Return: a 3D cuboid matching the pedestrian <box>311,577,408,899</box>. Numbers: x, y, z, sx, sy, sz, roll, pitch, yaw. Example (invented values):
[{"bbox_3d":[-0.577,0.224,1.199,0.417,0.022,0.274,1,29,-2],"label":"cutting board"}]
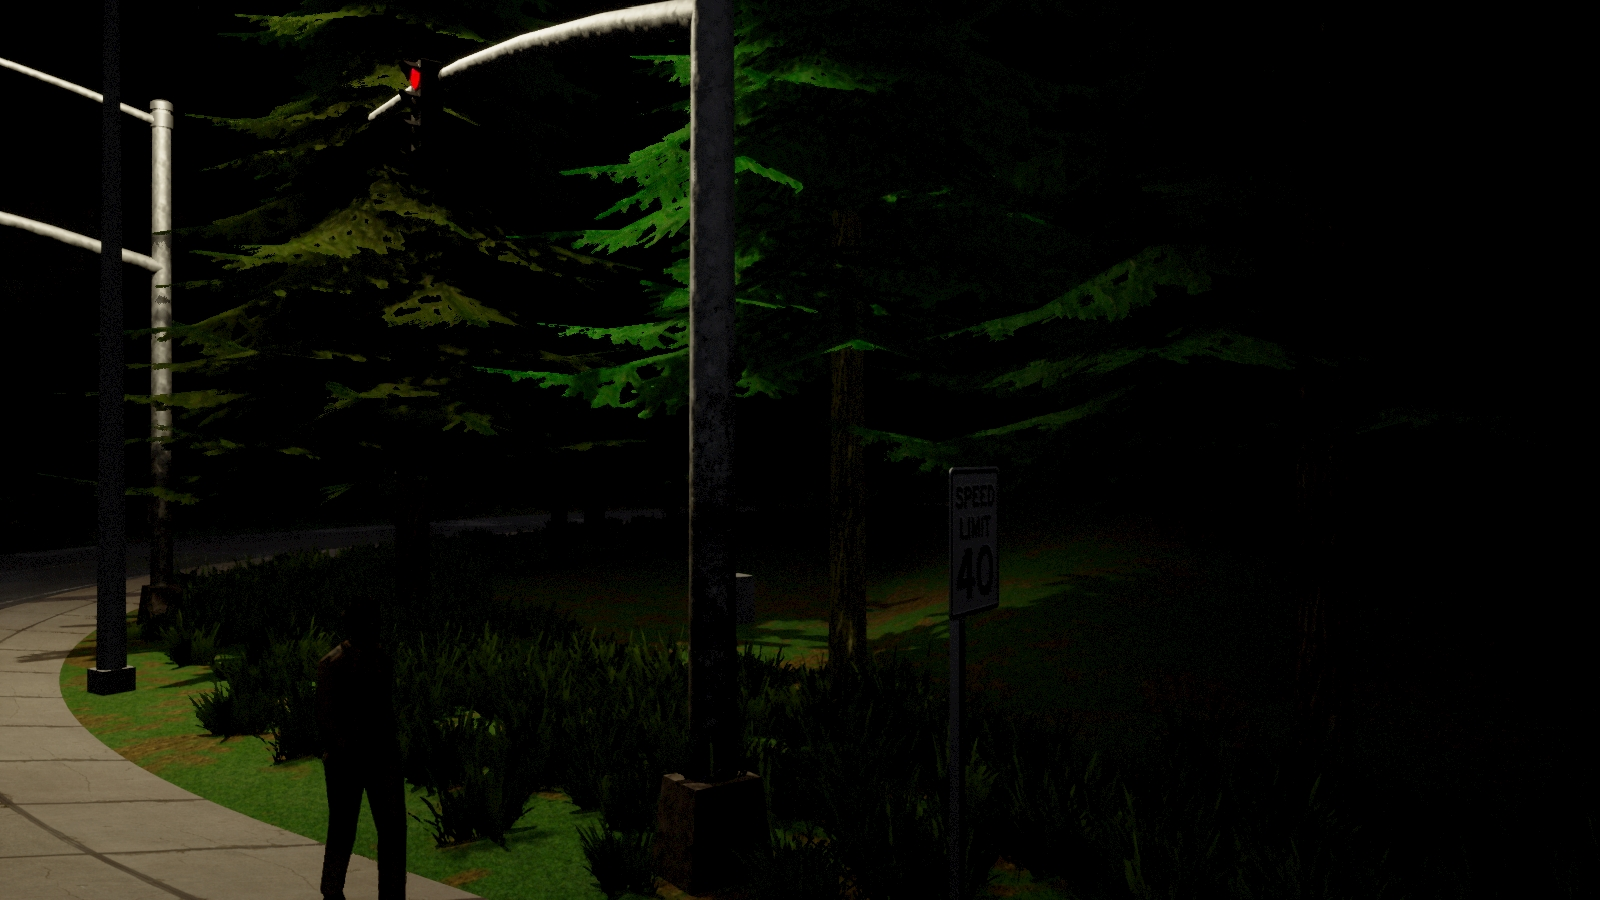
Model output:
[{"bbox_3d":[-2.474,1.671,6.418,0.375,1.860,0.375,0,0,40],"label":"pedestrian"}]
